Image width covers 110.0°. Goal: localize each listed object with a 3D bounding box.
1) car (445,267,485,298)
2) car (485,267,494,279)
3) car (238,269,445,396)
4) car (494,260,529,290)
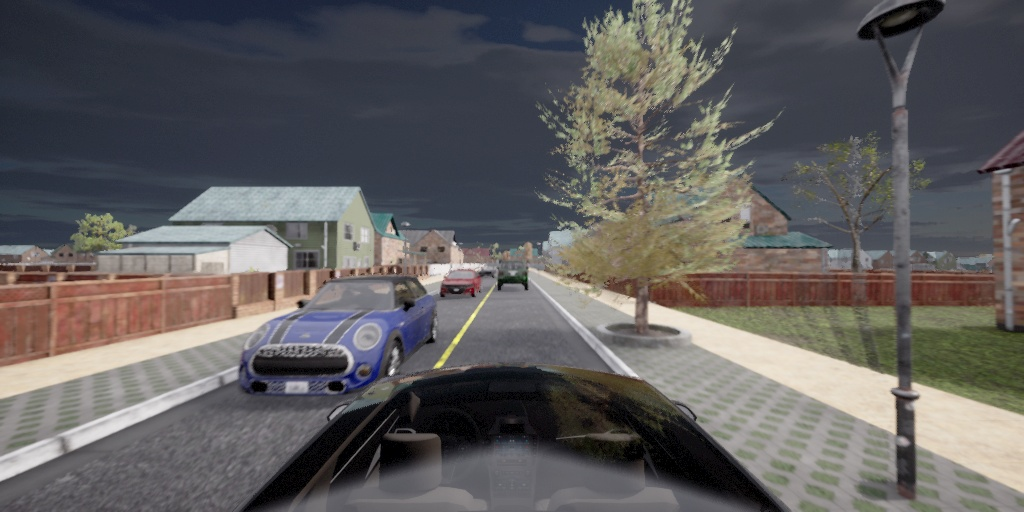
[{"bbox_3d":[-2.848,1.509,20.884,1.882,1.535,5.008,0,-1,0],"label":"car"},{"bbox_3d":[-2.908,1.962,42.031,1.895,1.301,4.718,0,-1,0],"label":"car"},{"bbox_3d":[-2.853,1.179,7.003,2.097,1.767,4.553,0,-1,0],"label":"car"},{"bbox_3d":[0.064,1.335,26.408,2.150,2.045,5.566,0,-1,0],"label":"car"}]
